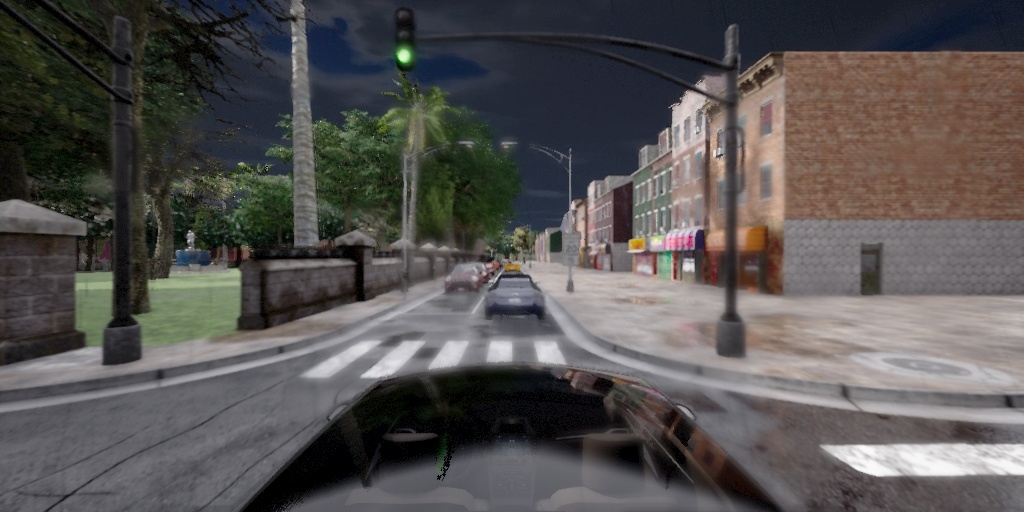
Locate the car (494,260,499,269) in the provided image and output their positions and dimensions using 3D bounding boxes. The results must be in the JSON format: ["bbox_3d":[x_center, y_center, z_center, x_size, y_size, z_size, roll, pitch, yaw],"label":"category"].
[{"bbox_3d":[-2.644,1.397,37.696,1.802,1.307,4.207,0,0,0],"label":"car"}]

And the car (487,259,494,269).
[{"bbox_3d":[-2.641,1.222,26.318,1.967,1.591,4.097,0,0,0],"label":"car"}]

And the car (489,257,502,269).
[{"bbox_3d":[-2.995,1.231,54.207,2.097,1.767,4.553,0,0,0],"label":"car"}]

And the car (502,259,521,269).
[{"bbox_3d":[0.092,1.326,45.779,1.882,1.535,5.008,0,0,0],"label":"car"}]

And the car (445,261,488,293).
[{"bbox_3d":[-2.641,1.210,20.631,1.967,1.591,4.097,0,0,0],"label":"car"}]

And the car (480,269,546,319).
[{"bbox_3d":[0.099,1.326,12.866,1.994,1.385,4.181,0,0,0],"label":"car"}]
